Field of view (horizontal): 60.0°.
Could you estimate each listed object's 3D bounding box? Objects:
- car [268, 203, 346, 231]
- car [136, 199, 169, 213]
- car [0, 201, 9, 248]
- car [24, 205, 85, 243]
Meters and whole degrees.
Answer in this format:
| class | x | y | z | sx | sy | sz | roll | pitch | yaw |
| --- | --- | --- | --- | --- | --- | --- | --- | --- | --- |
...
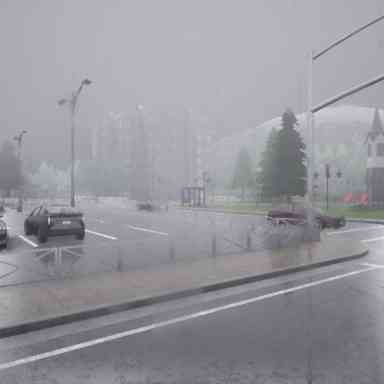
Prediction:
| class | x | y | z | sx | sy | sz | roll | pitch | yaw |
| --- | --- | --- | --- | --- | --- | --- | --- | --- | --- |
| car | 7.013 | 1.478 | 20.760 | 1.882 | 1.535 | 5.008 | 0 | 0 | -34 |
| car | -4.399 | 1.491 | 36.404 | 2.128 | 1.511 | 4.902 | 0 | 0 | -36 |
| car | -8.884 | 1.331 | 13.426 | 2.152 | 1.636 | 5.027 | 0 | 0 | -36 |
| car | -6.372 | 1.340 | 15.306 | 2.007 | 1.523 | 4.514 | 0 | 0 | -36 |
